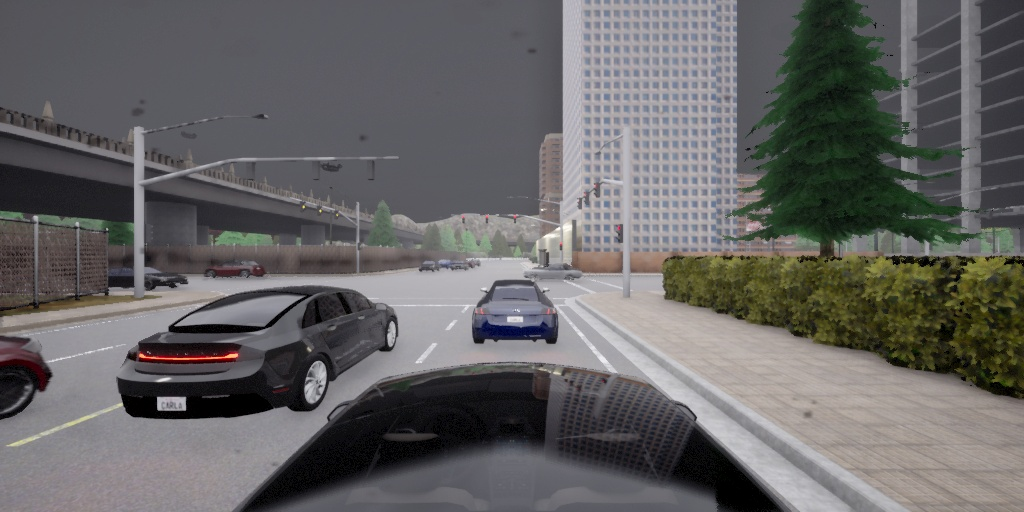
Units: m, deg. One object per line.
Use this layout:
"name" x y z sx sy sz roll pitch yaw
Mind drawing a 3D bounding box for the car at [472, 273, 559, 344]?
"car" 0.079 1.314 9.611 1.994 1.385 4.181 0 0 0

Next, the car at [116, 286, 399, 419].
"car" -3.440 1.255 6.068 1.837 1.490 4.892 0 0 0

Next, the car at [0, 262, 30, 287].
"car" -33.538 1.022 22.105 5.566 2.045 2.150 1 0 0

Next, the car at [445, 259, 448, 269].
"car" -10.588 1.227 55.930 1.882 1.535 5.008 0 0 0

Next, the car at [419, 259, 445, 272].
"car" -10.593 1.297 46.480 2.033 1.411 5.357 0 0 0

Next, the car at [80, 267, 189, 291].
"car" -23.281 1.353 22.127 5.357 1.411 2.033 0 0 0

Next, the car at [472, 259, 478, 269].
"car" -7.083 1.351 57.986 1.895 1.301 4.718 0 0 0

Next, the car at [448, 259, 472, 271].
"car" -7.085 1.314 49.232 1.994 1.385 4.181 0 0 0

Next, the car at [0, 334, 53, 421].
"car" -7.091 1.314 2.940 1.994 1.385 4.181 0 0 0

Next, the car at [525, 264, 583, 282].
"car" 3.262 1.392 29.384 4.718 1.301 1.895 0 0 0

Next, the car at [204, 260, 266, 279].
"car" -25.339 1.157 32.824 4.553 1.767 2.097 0 0 0
